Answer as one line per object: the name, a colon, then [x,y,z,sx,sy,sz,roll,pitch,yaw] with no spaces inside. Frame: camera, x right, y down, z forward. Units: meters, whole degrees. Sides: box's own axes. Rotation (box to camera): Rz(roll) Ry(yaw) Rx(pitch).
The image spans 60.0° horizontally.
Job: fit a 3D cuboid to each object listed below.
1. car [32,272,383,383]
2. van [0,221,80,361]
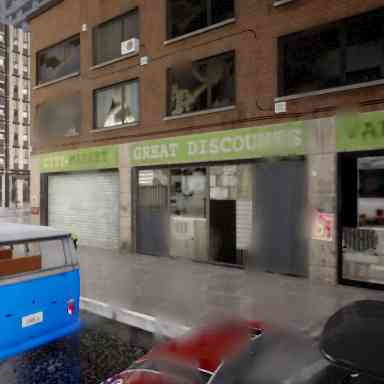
car: [1.155,1.440,1.903,4.097,1.590,1.967,0,0,35]
van: [-3.485,1.344,5.197,3.998,1.788,1.690,0,0,35]
